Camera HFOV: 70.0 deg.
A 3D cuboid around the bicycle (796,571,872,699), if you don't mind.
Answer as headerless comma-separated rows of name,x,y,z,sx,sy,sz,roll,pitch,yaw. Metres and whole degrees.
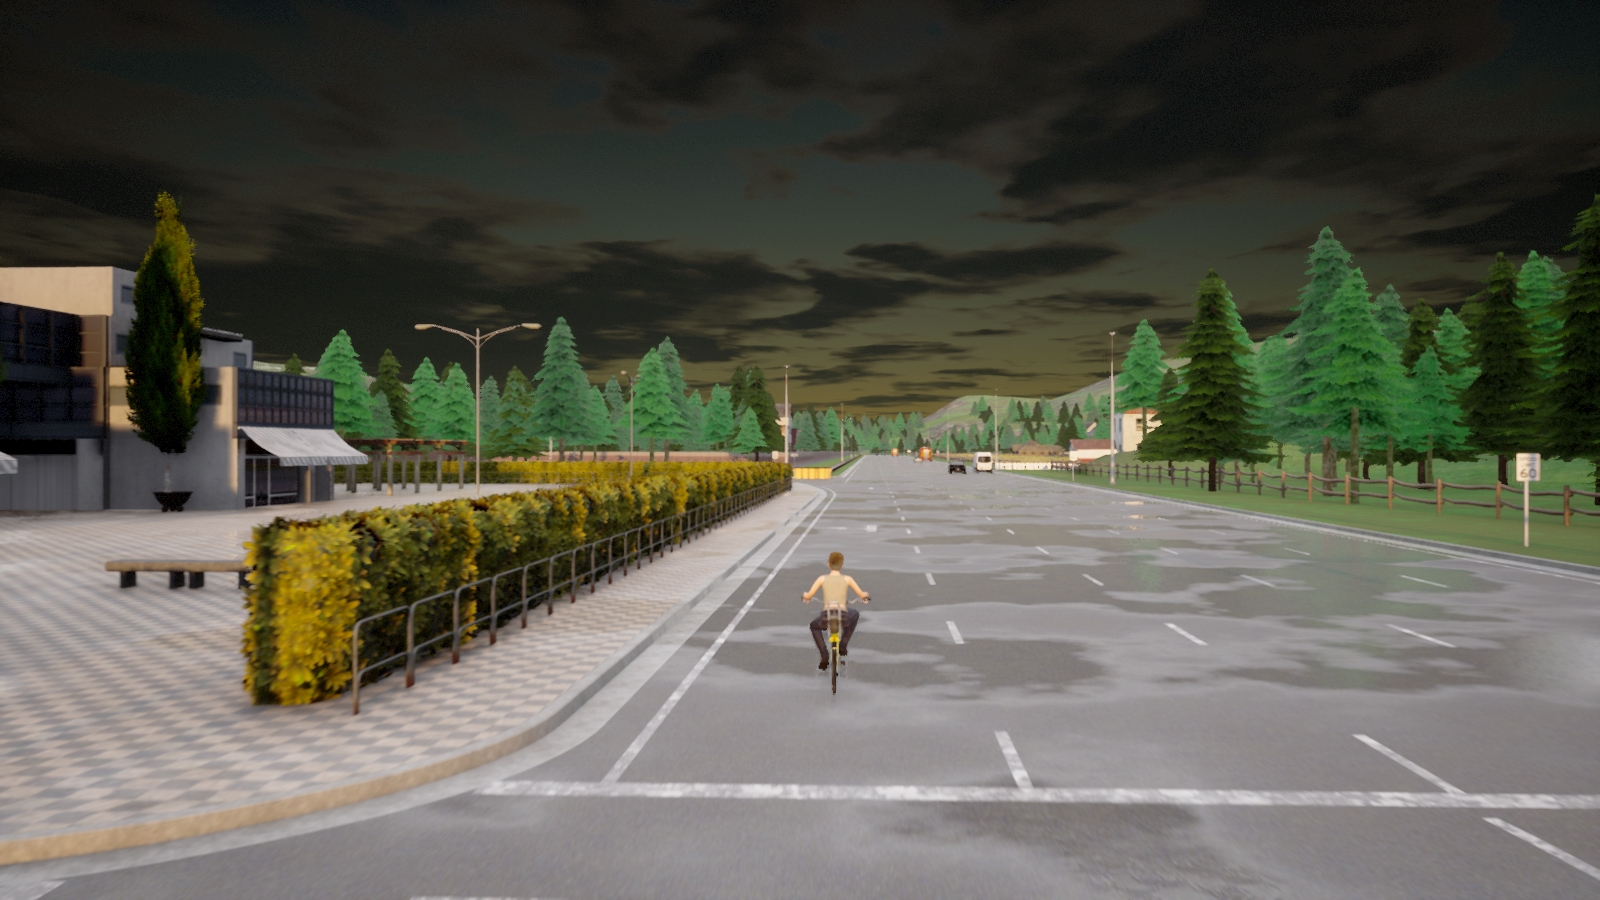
bicycle,0.424,2.160,13.594,0.859,1.276,1.487,0,0,3
